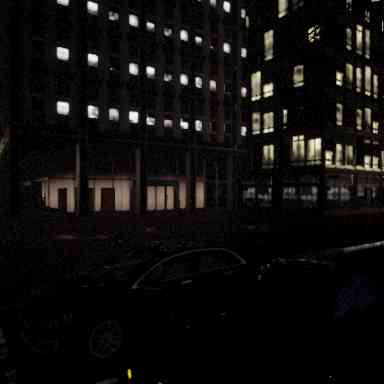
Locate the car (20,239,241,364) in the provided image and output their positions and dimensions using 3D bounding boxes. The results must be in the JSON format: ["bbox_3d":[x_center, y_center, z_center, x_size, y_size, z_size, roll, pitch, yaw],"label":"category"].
[{"bbox_3d":[-0.498,1.553,5.745,4.403,1.369,2.008,0,0,-35],"label":"car"}]

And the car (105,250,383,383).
[{"bbox_3d":[1.358,1.567,4.071,4.181,1.385,1.994,0,0,-37],"label":"car"}]
